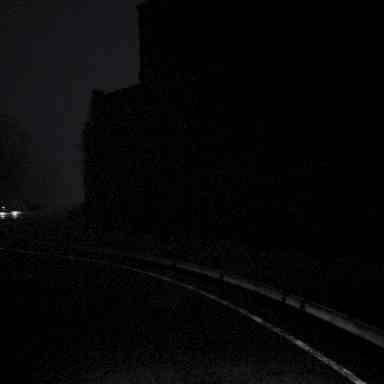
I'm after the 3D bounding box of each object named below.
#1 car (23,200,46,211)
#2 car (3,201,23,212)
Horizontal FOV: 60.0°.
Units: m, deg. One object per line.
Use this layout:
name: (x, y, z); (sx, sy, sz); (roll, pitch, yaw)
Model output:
car: (-23.083, 1.978, 49.594); (1.882, 1.535, 5.008); (-2, 1, -14)
car: (-26.676, 2.057, 49.950); (1.882, 1.535, 5.008); (-2, 1, -13)
